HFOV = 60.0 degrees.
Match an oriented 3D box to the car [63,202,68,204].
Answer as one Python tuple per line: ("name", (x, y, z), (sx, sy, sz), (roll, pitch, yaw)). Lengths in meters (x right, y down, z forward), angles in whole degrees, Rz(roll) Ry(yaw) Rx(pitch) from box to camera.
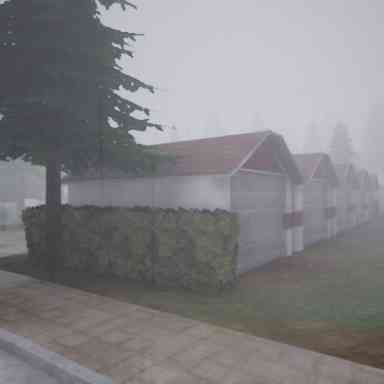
("car", (-8.738, 1.718, 24.969), (2.150, 2.045, 5.566), (-1, 0, 36))
